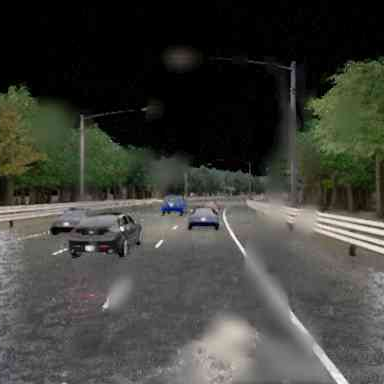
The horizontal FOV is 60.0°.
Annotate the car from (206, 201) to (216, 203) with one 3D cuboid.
[{"bbox_3d":[2.308,1.809,40.685,1.994,1.385,4.181,0,0,6],"label":"car"}]

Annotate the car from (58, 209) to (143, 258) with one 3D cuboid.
[{"bbox_3d":[-3.130,1.534,12.867,1.837,1.490,4.892,0,0,2],"label":"car"}]

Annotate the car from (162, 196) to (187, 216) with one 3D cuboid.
[{"bbox_3d":[-1.766,1.416,35.089,2.150,2.045,5.566,0,0,5],"label":"car"}]

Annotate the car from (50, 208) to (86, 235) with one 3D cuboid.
[{"bbox_3d":[-6.367,1.634,19.106,1.994,1.385,4.181,0,0,3],"label":"car"}]

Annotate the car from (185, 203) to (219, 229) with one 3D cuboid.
[{"bbox_3d":[0.823,1.668,22.514,1.994,1.385,4.181,0,0,3],"label":"car"}]
